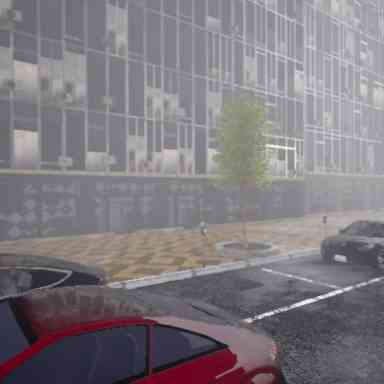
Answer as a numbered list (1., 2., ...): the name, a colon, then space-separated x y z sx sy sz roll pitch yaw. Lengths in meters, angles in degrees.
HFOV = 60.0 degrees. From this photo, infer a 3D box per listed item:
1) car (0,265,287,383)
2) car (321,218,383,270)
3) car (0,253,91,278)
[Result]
1. car: -1.179 1.563 2.537 4.181 1.385 1.994 0 0 -35
2. car: 6.058 1.542 10.882 4.313 1.339 1.947 0 0 -35
3. car: -3.211 1.567 4.272 4.313 1.339 1.947 0 0 -35
